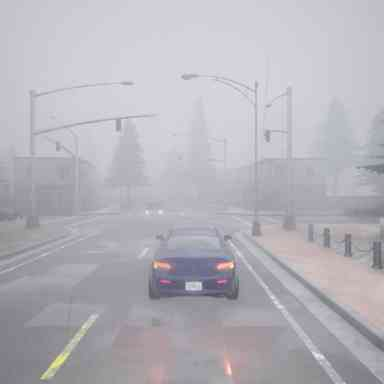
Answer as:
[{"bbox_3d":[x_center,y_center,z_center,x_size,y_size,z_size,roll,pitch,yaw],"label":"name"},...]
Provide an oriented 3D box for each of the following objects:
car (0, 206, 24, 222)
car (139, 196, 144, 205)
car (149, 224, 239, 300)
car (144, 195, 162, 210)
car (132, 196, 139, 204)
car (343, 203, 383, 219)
[{"bbox_3d":[-15.798,1.532,25.293,5.357,1.411,2.033,0,0,2],"label":"car"},{"bbox_3d":[-6.675,1.318,52.996,2.097,1.767,4.553,0,0,-15],"label":"car"},{"bbox_3d":[0.042,1.526,8.280,1.812,1.442,4.674,0,0,0],"label":"car"},{"bbox_3d":[-4.927,1.443,43.109,1.882,1.535,5.008,0,0,-6],"label":"car"},{"bbox_3d":[-10.066,1.470,62.803,1.837,1.490,4.892,0,0,-23],"label":"car"},{"bbox_3d":[15.450,1.585,28.152,4.718,1.301,1.895,0,0,2],"label":"car"}]
